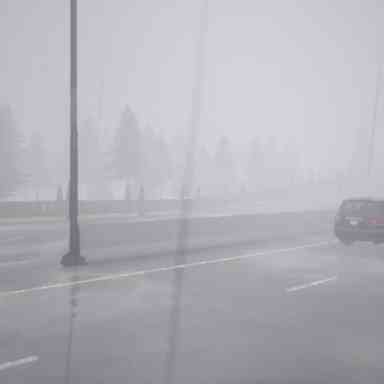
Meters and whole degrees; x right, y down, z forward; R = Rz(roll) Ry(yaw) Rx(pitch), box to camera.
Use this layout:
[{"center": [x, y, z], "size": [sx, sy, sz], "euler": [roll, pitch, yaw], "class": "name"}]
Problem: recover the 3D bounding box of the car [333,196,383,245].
[{"center": [8.274, 1.186, 14.072], "size": [5.566, 2.045, 2.150], "euler": [-2, 1, -35], "class": "car"}]
